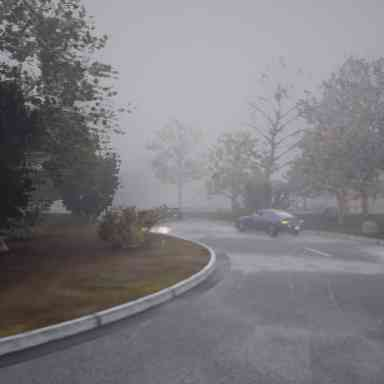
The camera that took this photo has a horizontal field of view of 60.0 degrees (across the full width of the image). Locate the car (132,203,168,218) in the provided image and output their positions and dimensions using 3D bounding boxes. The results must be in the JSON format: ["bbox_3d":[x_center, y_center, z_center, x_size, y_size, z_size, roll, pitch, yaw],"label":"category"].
[{"bbox_3d":[-3.929,1.726,26.683,1.882,1.535,5.008,0,-1,-27],"label":"car"}]

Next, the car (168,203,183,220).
[{"bbox_3d":[-2.314,1.827,31.751,1.837,1.490,4.892,0,-1,-21],"label":"car"}]

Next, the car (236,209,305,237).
[{"bbox_3d":[4.437,1.721,19.424,1.812,1.442,4.674,1,-1,-28],"label":"car"}]
